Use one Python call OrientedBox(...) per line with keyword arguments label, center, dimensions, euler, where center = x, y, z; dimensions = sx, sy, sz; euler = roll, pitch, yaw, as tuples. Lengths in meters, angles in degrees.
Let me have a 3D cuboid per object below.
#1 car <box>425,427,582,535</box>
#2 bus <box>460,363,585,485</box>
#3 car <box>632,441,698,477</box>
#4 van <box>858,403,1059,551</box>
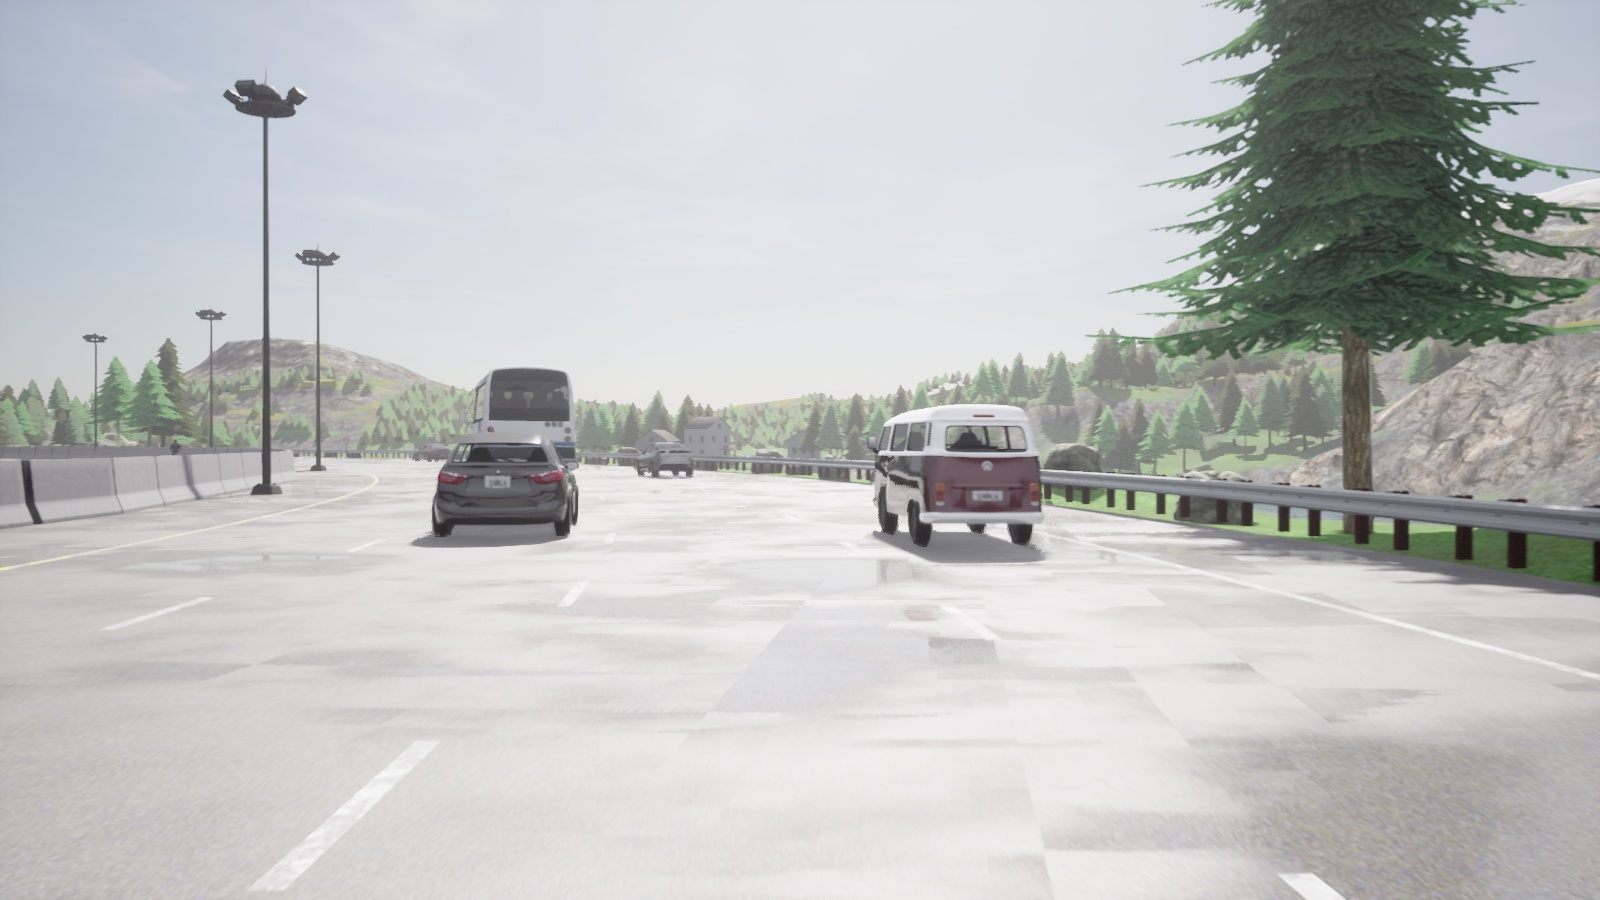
OrientedBox(label="car", center=(-5.008, 0.465, 21.860), dimensions=(2.242, 1.667, 4.611), euler=(0, 0, -8))
OrientedBox(label="bus", center=(-11.132, -0.914, 49.374), dimensions=(3.944, 4.253, 10.273), euler=(0, 0, -17))
OrientedBox(label="car", center=(-6.113, 0.372, 56.416), dimensions=(2.007, 1.525, 4.514), euler=(0, 0, -19))
OrientedBox(label="van", center=(2.315, 0.360, 19.655), dimensions=(2.069, 2.038, 4.480), euler=(0, 0, -7))
